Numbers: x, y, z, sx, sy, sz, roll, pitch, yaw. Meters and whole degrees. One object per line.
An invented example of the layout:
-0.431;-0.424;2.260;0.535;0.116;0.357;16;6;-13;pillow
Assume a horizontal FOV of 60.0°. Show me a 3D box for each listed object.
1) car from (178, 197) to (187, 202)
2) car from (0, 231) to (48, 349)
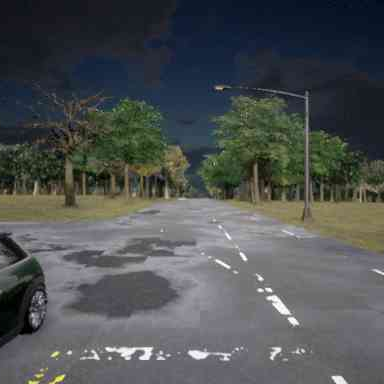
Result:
-2.436;1.827;83.790;1.895;1.301;4.718;0;0;6;car
-3.493;1.362;3.708;2.097;1.767;4.553;0;0;0;car
